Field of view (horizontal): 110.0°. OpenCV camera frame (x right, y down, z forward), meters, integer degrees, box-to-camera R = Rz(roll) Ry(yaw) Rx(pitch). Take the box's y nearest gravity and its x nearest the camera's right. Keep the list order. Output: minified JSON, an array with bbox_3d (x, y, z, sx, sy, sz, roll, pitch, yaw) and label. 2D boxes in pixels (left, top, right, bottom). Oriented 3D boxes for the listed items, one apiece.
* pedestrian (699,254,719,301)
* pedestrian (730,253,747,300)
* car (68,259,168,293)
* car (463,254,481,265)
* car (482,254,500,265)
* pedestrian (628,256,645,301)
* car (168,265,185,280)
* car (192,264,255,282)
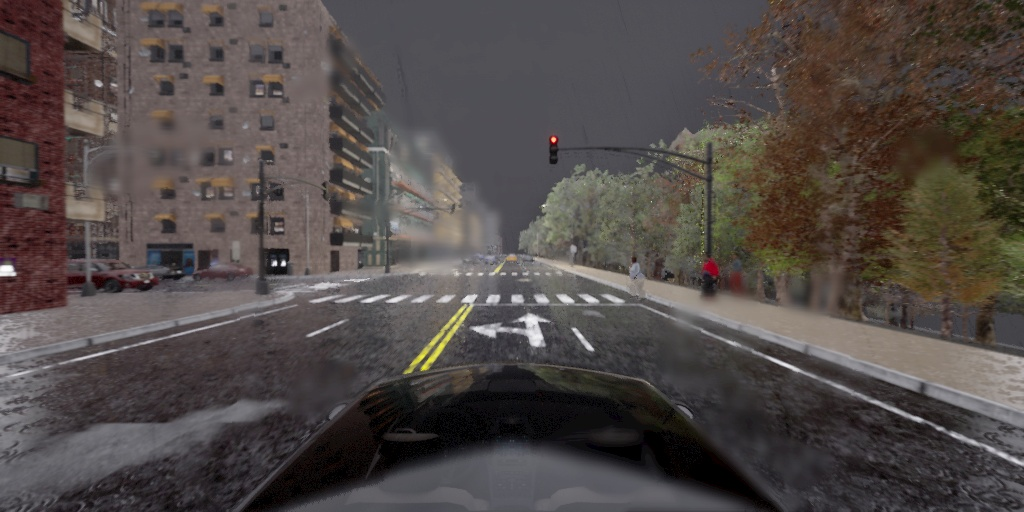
[{"bbox_3d":[7.309,0.755,13.286,0.375,1.860,0.375,0,1,0],"label":"pedestrian"},{"bbox_3d":[8.764,0.747,13.976,0.375,1.860,0.375,0,1,0],"label":"pedestrian"},{"bbox_3d":[-22.664,1.123,19.765,5.009,1.841,2.192,0,0,-1],"label":"car"},{"bbox_3d":[-6.551,0.603,56.801,2.128,1.511,4.902,0,1,1],"label":"car"},{"bbox_3d":[-3.301,0.637,56.793,1.812,1.442,4.674,0,1,1],"label":"car"},{"bbox_3d":[5.051,0.892,14.578,0.375,1.860,0.375,0,1,0],"label":"pedestrian"},{"bbox_3d":[-28.354,1.335,28.311,4.313,1.339,1.948,0,0,-1],"label":"car"},{"bbox_3d":[-22.787,1.279,28.412,4.207,1.307,1.802,0,0,-1],"label":"car"}]
